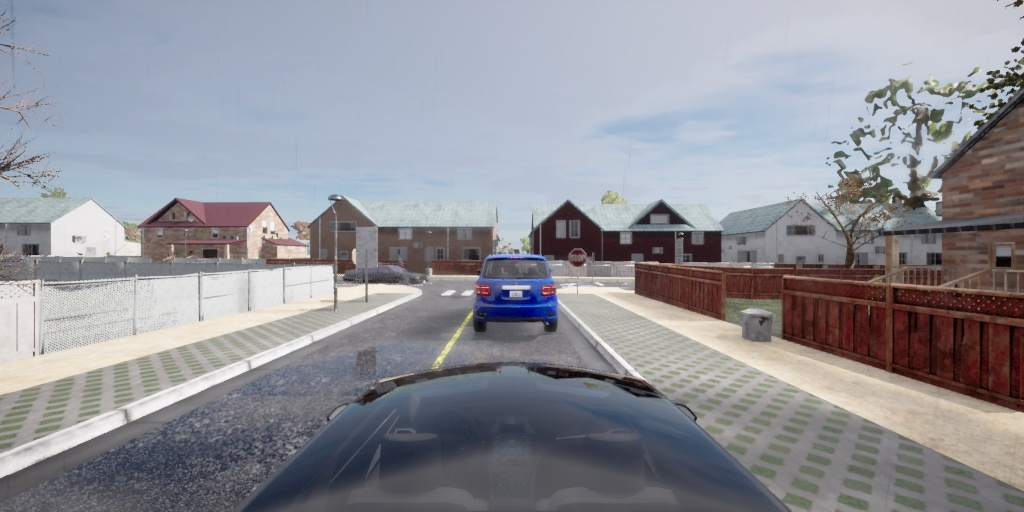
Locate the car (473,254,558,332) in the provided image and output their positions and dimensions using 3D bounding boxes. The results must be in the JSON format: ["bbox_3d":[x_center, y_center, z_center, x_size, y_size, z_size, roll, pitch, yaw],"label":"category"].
[{"bbox_3d":[0.080,0.971,10.972,2.150,2.045,5.566,0,0,0],"label":"car"}]

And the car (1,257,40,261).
[{"bbox_3d":[-34.140,0.908,24.584,4.902,1.511,2.128,1,0,1],"label":"car"}]

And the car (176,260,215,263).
[{"bbox_3d":[-21.022,1.045,24.317,4.902,1.511,2.128,1,0,1],"label":"car"}]

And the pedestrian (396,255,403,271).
[{"bbox_3d":[-9.425,0.803,29.950,0.375,1.860,0.375,0,0,1],"label":"pedestrian"}]

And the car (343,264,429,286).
[{"bbox_3d":[-8.207,1.231,23.427,5.357,1.411,2.033,1,0,10],"label":"car"}]
